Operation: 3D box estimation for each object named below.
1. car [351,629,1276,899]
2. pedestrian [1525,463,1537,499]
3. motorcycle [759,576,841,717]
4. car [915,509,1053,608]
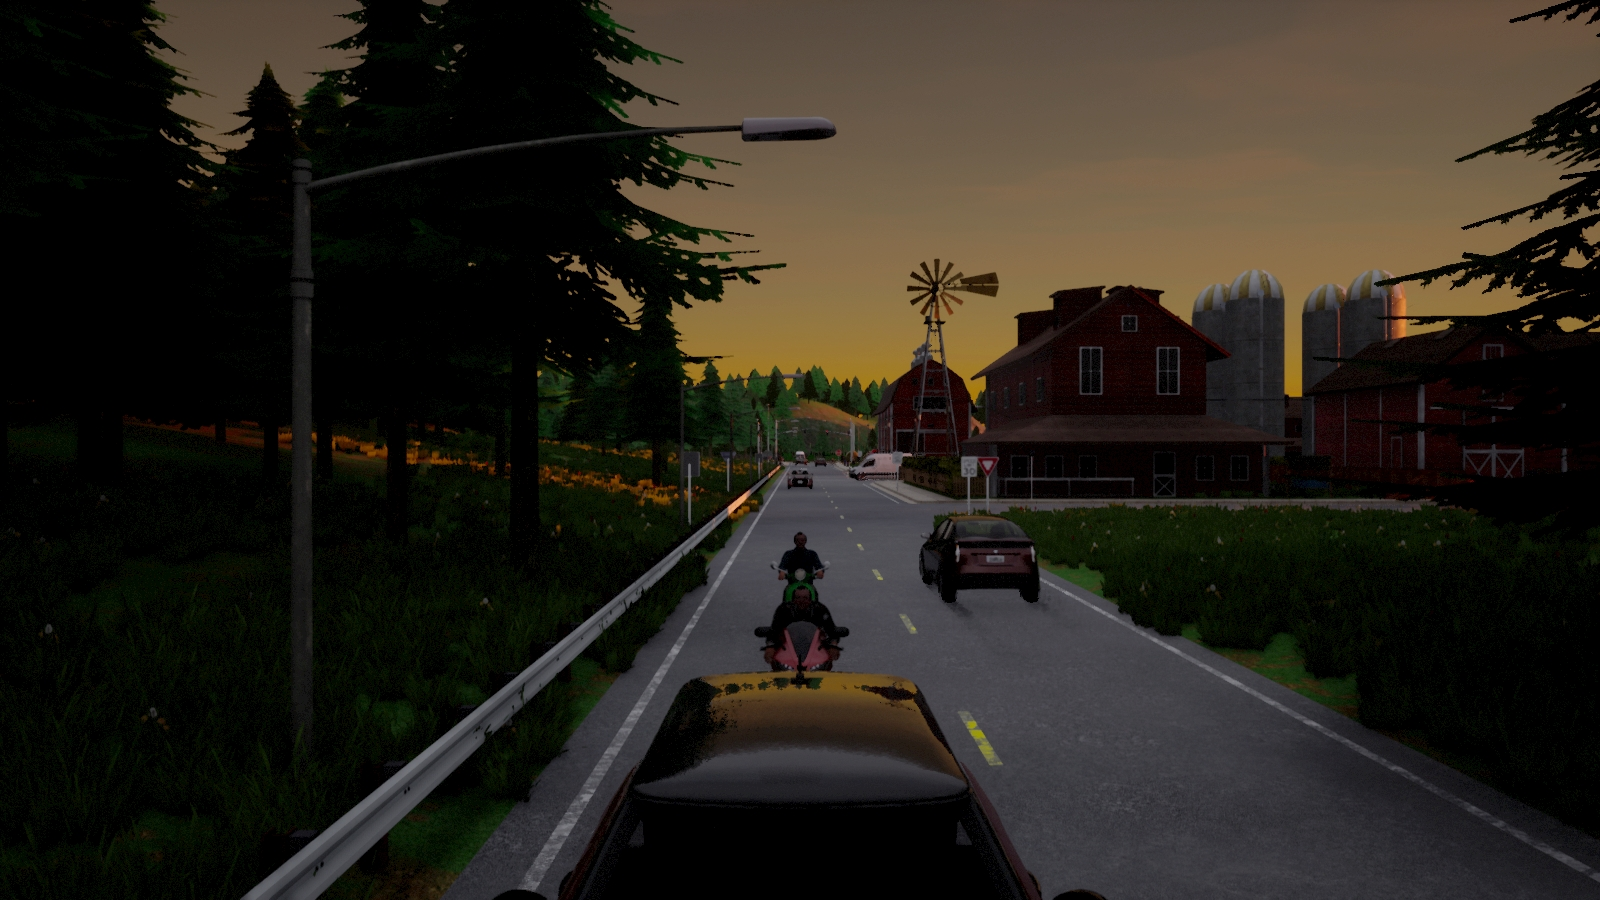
[{"bbox_3d":[0.031,1.910,4.310,2.097,1.767,4.553,0,0,0],"label":"car"},{"bbox_3d":[37.417,1.578,58.467,0.375,1.860,0.375,0,0,-6],"label":"pedestrian"},{"bbox_3d":[0.005,2.211,13.227,0.867,1.251,2.209,0,0,0],"label":"motorcycle"},{"bbox_3d":[3.502,2.049,22.626,2.007,1.525,4.514,0,0,0],"label":"car"}]
